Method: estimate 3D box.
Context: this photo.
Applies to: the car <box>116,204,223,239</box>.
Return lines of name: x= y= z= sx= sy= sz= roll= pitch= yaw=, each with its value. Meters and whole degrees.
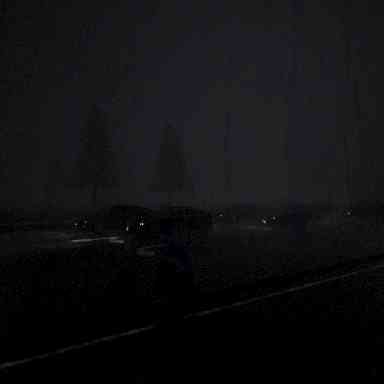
car: x=-1.092 y=1.492 z=17.315 sx=4.902 sy=1.511 sz=2.128 roll=0 pitch=0 yaw=-35

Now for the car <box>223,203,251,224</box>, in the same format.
car: x=3.653 y=1.547 z=24.987 sx=5.357 sy=1.411 sz=2.033 roll=0 pitch=0 yaw=-35

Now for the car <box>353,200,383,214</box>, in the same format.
car: x=19.654 y=1.564 z=36.279 sx=4.181 sy=1.385 sz=1.994 roll=0 pitch=0 yaw=-35

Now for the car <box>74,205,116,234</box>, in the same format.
car: x=-4.285 y=1.505 z=19.341 sx=4.892 sy=1.490 sz=1.837 roll=0 pitch=0 yaw=-35

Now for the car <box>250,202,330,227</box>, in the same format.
car: x=6.851 y=1.547 z=22.970 sx=5.357 sy=1.411 sz=2.033 roll=0 pitch=0 yaw=-35

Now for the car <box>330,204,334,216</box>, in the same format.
car: x=11.446 y=1.601 z=30.518 sx=4.718 sy=1.301 sz=1.895 roll=0 pitch=0 yaw=-35

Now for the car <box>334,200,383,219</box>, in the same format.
car: x=14.851 y=1.491 z=28.649 sx=4.902 sy=1.511 sz=2.128 roll=0 pitch=0 yaw=-35
